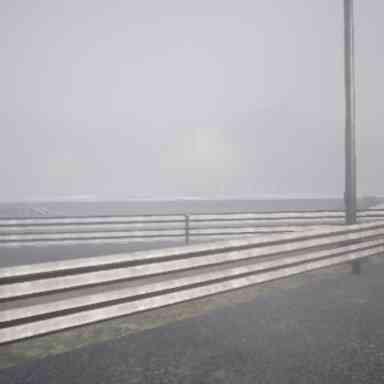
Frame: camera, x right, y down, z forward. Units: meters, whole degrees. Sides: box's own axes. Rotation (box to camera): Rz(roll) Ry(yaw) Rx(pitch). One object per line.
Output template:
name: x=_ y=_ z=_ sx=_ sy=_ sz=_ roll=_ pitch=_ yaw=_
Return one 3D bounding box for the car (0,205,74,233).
car: x=-8.971 y=1.484 z=18.525 sx=4.902 sy=1.511 sz=2.128 roll=-1 pitch=0 yaw=-10

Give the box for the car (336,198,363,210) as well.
car: x=13.759 y=1.236 z=26.019 sx=4.892 sy=1.490 sz=1.837 roll=-1 pitch=0 yaw=-10

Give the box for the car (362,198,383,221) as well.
car: x=14.441 y=1.251 z=22.584 sx=4.674 sy=1.442 sz=1.812 roll=-1 pitch=0 yaw=-10
